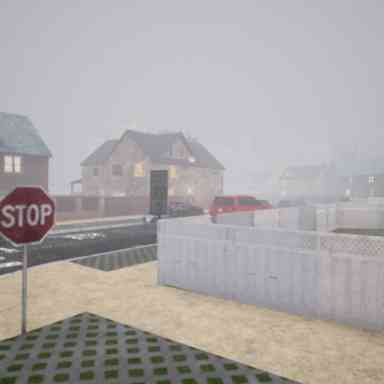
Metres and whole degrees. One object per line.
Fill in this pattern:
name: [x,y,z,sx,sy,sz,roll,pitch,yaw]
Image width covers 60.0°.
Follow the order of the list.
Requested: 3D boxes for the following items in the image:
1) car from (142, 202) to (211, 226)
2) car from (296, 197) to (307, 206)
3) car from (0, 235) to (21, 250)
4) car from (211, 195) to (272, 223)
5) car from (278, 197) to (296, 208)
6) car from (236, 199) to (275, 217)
car: [-1.161,1.437,22.037,2.128,1.511,4.902,2,1,37]
car: [16.649,1.558,52.124,2.033,1.411,5.357,1,0,7]
car: [-8.213,1.508,12.034,2.033,1.411,5.357,2,1,31]
car: [3.445,1.239,23.207,2.150,2.045,5.566,2,1,38]
car: [13.039,1.544,46.404,1.994,1.385,4.181,1,0,14]
car: [6.203,1.449,32.081,1.837,1.490,4.892,2,1,34]
